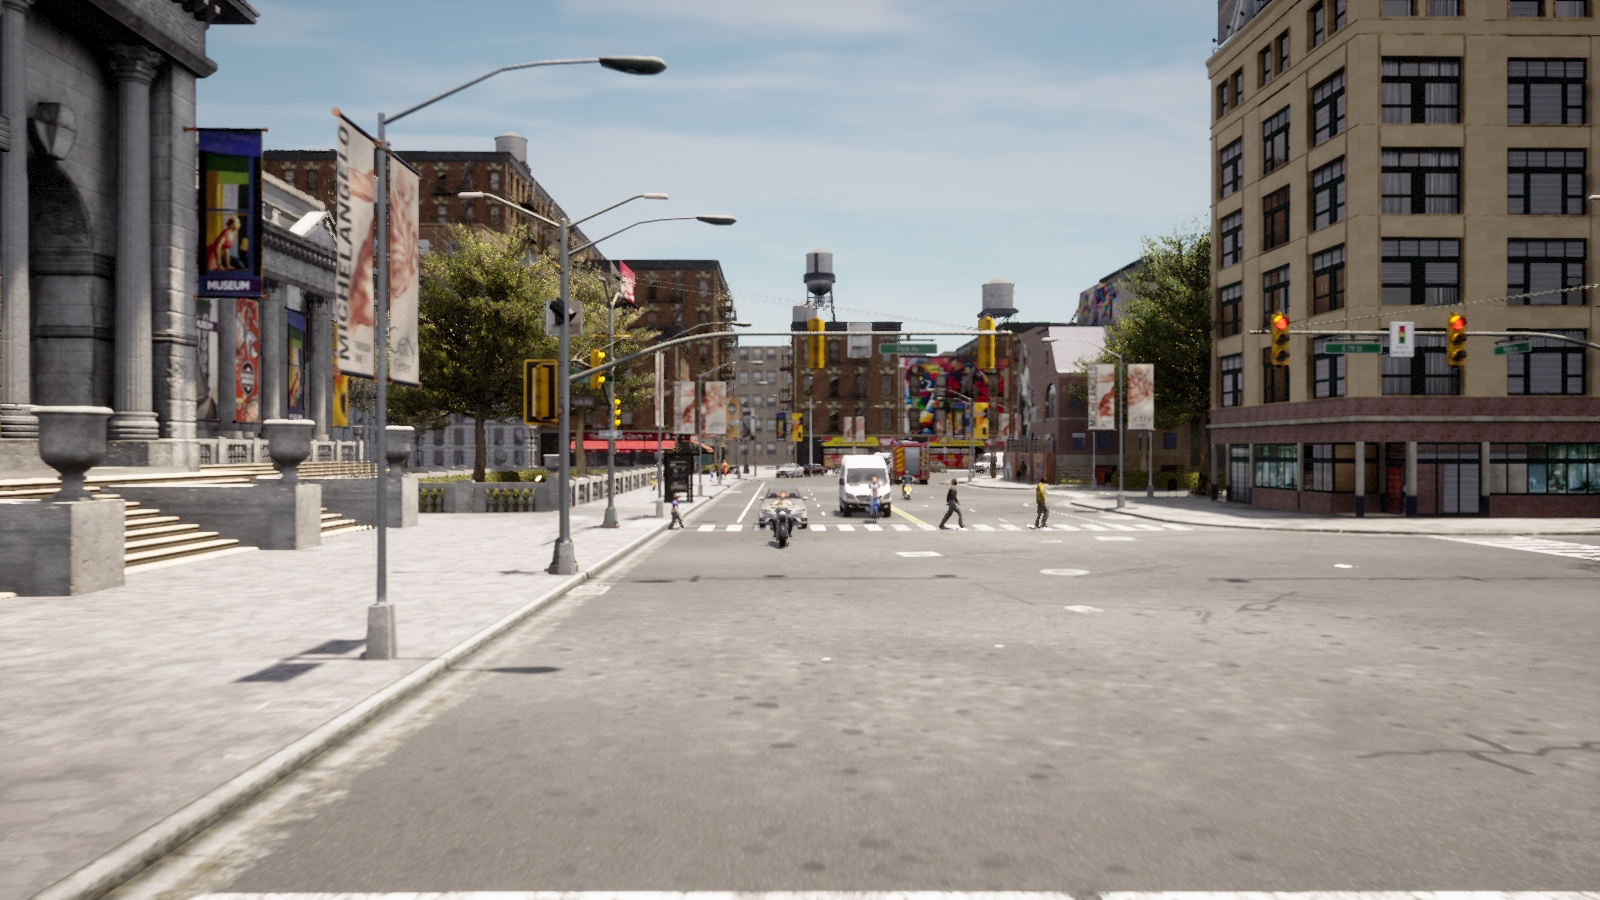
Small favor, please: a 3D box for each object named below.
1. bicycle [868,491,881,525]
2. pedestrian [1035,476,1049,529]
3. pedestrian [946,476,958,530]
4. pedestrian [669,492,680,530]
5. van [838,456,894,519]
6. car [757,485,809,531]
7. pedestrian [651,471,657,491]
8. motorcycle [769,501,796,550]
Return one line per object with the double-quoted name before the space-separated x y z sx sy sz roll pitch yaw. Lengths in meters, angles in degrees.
"bicycle" 2.860 2.206 43.766 0.373 1.196 1.643 0 0 -1
"pedestrian" 8.536 1.849 40.264 0.375 1.860 0.375 0 0 -7
"pedestrian" 5.331 1.849 40.067 0.375 1.860 0.375 0 0 0
"pedestrian" -4.375 2.128 39.869 0.375 1.300 0.375 0 0 -5
"van" 2.797 1.534 49.626 1.988 2.561 5.915 0 0 -1
"car" -0.613 2.065 41.668 1.816 1.474 4.193 0 0 -1
"pedestrian" -9.366 1.975 73.220 0.375 1.300 0.375 0 0 -7
"motorcycle" -0.499 2.170 33.220 0.764 1.277 2.356 0 0 -1
